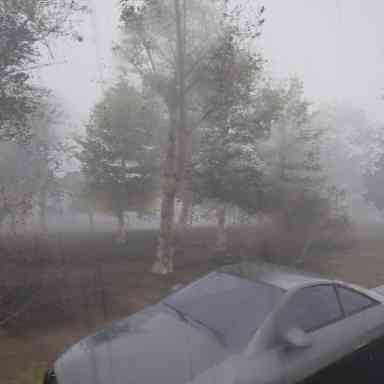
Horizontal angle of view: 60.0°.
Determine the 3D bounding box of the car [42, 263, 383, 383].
[{"bbox_3d":[0.663,1.568,3.599,4.181,1.385,1.994,0,0,-36],"label":"car"}]
